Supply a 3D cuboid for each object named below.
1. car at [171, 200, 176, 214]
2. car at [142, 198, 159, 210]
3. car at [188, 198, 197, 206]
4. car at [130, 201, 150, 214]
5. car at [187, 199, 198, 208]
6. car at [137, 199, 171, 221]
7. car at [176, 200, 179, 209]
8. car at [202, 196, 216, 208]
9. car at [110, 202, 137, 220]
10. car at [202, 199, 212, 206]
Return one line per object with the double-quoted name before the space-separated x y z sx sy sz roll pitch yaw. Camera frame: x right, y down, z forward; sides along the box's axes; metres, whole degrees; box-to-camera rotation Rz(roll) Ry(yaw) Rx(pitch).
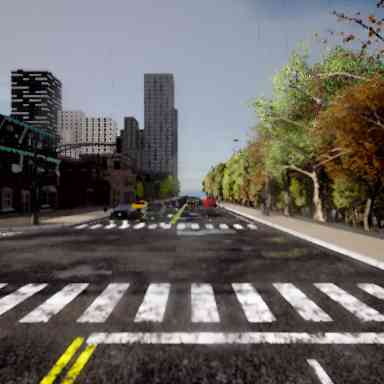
"car" -3.332 1.925 41.090 1.837 1.490 4.892 0 -1 0
"car" -6.563 1.894 52.936 2.097 1.767 4.553 0 -1 0
"car" 0.035 2.220 73.335 1.882 1.535 5.008 0 -1 0
"car" -6.581 1.913 42.675 1.882 1.535 5.008 0 -1 0
"car" 0.126 2.132 63.028 2.128 1.511 4.902 0 -1 0
"car" -3.338 1.663 30.303 2.097 1.767 4.553 0 -1 0
"car" -3.302 2.086 57.064 1.837 1.490 4.892 0 -1 0
"car" 3.372 1.852 62.136 2.150 2.045 5.566 0 -1 0
"car" -6.587 1.894 32.210 1.994 1.385 4.181 0 -1 0
"car" 3.281 2.289 72.715 1.994 1.385 4.181 0 -1 0
